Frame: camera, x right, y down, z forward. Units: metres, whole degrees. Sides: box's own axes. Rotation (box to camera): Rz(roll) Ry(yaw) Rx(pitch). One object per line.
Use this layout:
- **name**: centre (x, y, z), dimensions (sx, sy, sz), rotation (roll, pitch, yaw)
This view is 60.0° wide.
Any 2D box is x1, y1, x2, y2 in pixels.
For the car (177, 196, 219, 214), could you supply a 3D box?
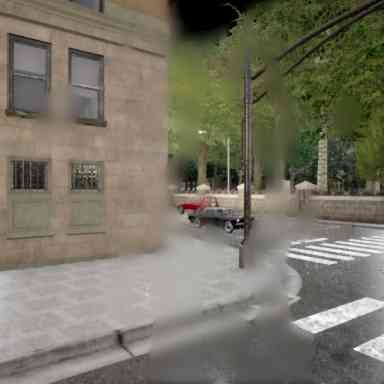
- **car**: centre (0.571, 1.285, 31.798), dimensions (2.192, 1.841, 5.009), rotation (0, 0, -35)

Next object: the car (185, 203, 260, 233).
- **car**: centre (1.816, 1.586, 19.855), dimensions (1.895, 1.301, 4.718), rotation (0, 0, -35)
